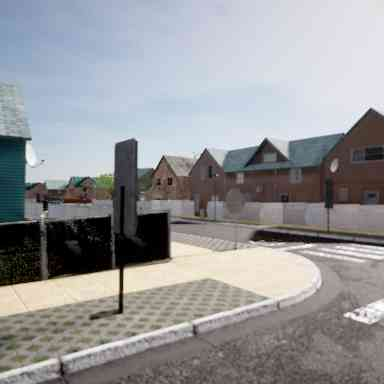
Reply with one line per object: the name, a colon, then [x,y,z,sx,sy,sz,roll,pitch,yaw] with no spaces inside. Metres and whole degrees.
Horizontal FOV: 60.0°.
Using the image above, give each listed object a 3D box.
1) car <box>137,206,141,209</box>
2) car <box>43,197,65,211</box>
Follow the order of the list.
car: [-4.622,1.789,26.348,1.994,1.385,4.181,1,-1,-35]
car: [-19.993,1.703,48.071,2.150,2.045,5.566,1,-2,-35]
